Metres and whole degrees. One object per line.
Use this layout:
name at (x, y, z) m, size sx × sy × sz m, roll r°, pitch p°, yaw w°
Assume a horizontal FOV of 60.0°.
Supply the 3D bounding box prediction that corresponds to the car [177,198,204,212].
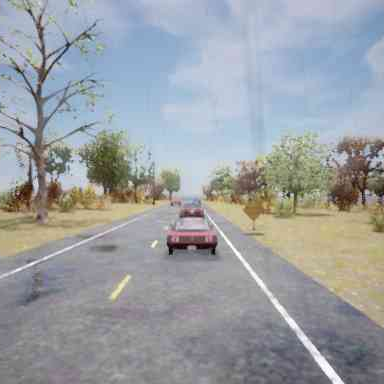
car at (0.013, 1.653, 29.090) m, size 2.097 × 1.767 × 4.553 m, roll 0°, pitch -1°, yaw 0°

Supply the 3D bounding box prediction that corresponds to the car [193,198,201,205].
car at (1.258, 2.344, 84.054) m, size 2.097 × 1.767 × 4.553 m, roll 0°, pitch -1°, yaw 0°

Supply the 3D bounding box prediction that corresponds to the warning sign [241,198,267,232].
warning sign at (3.552, 1.308, 19.094) m, size 1.300 × 1.860 × 1.060 m, roll 0°, pitch -1°, yaw 0°

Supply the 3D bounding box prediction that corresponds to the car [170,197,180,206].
car at (-3.471, 2.048, 71.780) m, size 2.150 × 2.045 × 5.566 m, roll 0°, pitch -1°, yaw 0°

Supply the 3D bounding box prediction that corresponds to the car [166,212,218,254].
car at (0.007, 1.742, 14.116) m, size 1.895 × 1.301 × 4.718 m, roll 0°, pitch -1°, yaw 0°
